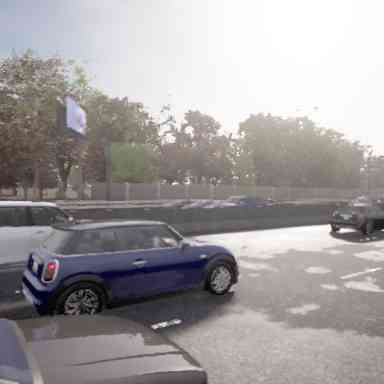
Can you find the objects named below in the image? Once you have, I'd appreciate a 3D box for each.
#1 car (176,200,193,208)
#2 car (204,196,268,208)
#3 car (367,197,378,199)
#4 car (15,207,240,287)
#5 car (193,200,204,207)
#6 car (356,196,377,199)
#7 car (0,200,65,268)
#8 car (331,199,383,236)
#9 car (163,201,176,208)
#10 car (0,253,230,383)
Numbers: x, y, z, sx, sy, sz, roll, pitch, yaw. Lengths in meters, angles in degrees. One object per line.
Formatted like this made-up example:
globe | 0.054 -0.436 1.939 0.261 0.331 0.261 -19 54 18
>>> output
car | 1.214 1.625 34.941 4.902 1.511 2.128 1 0 -35
car | 4.085 1.347 28.396 5.566 2.045 2.150 1 -1 -35
car | 28.750 1.940 50.175 4.181 1.385 1.994 0 0 -35
car | -1.097 1.371 7.263 4.553 1.767 2.097 0 0 -36
car | 2.914 1.608 31.856 5.008 1.535 1.882 0 0 -35
car | 26.962 1.739 53.207 4.553 1.767 2.097 1 -1 -35
car | -4.494 1.231 9.140 5.566 2.045 2.150 0 0 -35
car | 10.259 1.474 19.660 4.553 1.767 2.097 0 0 -35
car | -1.048 1.636 37.625 4.892 1.490 1.837 1 0 -35
car | -2.386 1.543 2.049 5.357 1.411 2.033 0 0 -35
